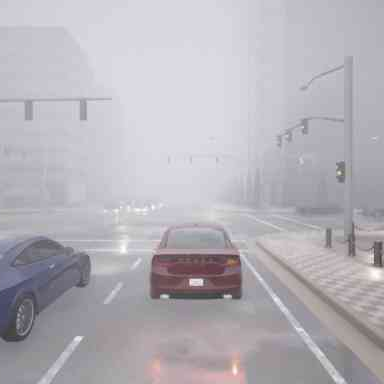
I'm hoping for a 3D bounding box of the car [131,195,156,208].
[{"bbox_3d":[-7.013,1.491,48.626,2.128,1.511,4.902,0,0,0],"label":"car"}]

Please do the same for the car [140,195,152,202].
[{"bbox_3d":[-10.371,1.478,75.152,1.882,1.535,5.008,0,0,0],"label":"car"}]

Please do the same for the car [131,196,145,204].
[{"bbox_3d":[-10.425,1.564,64.765,1.994,1.385,4.181,0,0,1],"label":"car"}]

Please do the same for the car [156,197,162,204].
[{"bbox_3d":[-6.979,1.491,57.933,2.128,1.511,4.902,0,0,0],"label":"car"}]

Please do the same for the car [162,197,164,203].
[{"bbox_3d":[-6.889,1.601,68.224,1.895,1.301,4.718,0,0,0],"label":"car"}]

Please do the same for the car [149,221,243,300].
[{"bbox_3d":[0.094,1.478,8.481,1.882,1.535,5.008,0,0,0],"label":"car"}]

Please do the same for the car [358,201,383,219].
[{"bbox_3d":[16.327,1.436,27.364,4.902,1.511,2.128,0,0,0],"label":"car"}]

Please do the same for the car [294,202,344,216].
[{"bbox_3d":[12.036,1.545,30.908,4.718,1.301,1.895,0,0,1],"label":"car"}]

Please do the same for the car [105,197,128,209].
[{"bbox_3d":[-10.520,1.505,45.539,1.837,1.490,4.892,0,0,0],"label":"car"}]

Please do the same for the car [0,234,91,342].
[{"bbox_3d":[-3.419,1.526,6.352,1.812,1.442,4.674,0,0,0],"label":"car"}]

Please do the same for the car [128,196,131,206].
[{"bbox_3d":[-10.494,1.491,54.767,2.128,1.511,4.902,0,0,0],"label":"car"}]
